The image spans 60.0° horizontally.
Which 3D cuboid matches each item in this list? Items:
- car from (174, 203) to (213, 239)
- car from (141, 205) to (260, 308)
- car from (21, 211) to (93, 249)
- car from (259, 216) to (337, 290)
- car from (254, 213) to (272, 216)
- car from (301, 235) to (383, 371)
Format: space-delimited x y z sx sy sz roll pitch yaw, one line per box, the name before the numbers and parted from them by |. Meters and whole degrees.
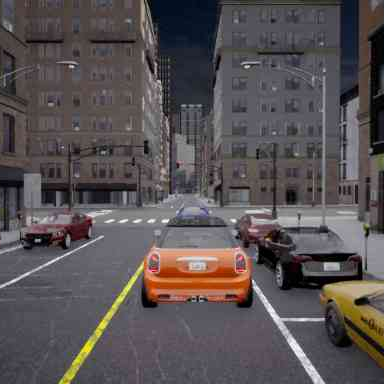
car | 0.099 1.473 18.385 1.882 1.535 5.008 0 0 1
car | 0.097 1.350 8.097 2.097 1.767 4.553 0 0 0
car | -5.679 1.541 14.483 1.887 1.381 4.507 -1 0 0
car | 2.866 1.564 8.900 1.947 1.339 4.313 -1 0 0
car | 2.866 1.578 14.486 1.802 1.307 4.206 -1 0 0
car | 2.866 1.524 3.484 1.752 1.417 4.829 -1 0 0
